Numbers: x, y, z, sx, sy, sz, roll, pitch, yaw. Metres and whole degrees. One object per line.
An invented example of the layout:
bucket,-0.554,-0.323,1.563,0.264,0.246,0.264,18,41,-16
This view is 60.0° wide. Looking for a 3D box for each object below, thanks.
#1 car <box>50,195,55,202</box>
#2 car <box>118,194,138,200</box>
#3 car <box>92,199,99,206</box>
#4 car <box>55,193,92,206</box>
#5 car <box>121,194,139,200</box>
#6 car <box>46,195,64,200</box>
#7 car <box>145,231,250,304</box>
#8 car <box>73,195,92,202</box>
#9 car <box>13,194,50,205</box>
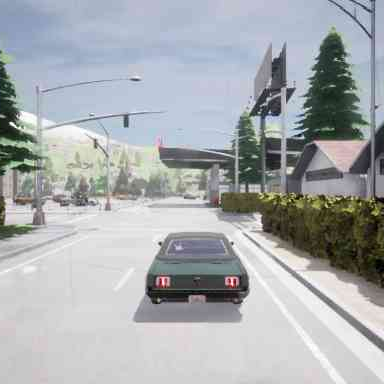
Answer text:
car,-23.974,1.298,62.973,4.514,1.523,2.007,0,0,0
car,-16.370,1.330,84.851,5.027,1.636,2.152,0,0,0
car,-16.143,1.361,50.594,3.806,1.475,1.970,0,0,0
car,-16.737,1.077,47.266,3.866,1.878,1.905,0,0,0
car,-16.438,1.339,87.987,4.514,1.523,2.007,0,0,0
car,-35.036,1.384,84.902,3.806,1.475,1.970,0,0,0
car,0.101,1.601,8.075,1.895,1.301,4.718,0,0,0
car,-23.983,1.320,72.966,3.633,1.501,1.845,0,0,0
car,-24.622,1.097,50.513,4.605,1.855,1.932,0,0,0
